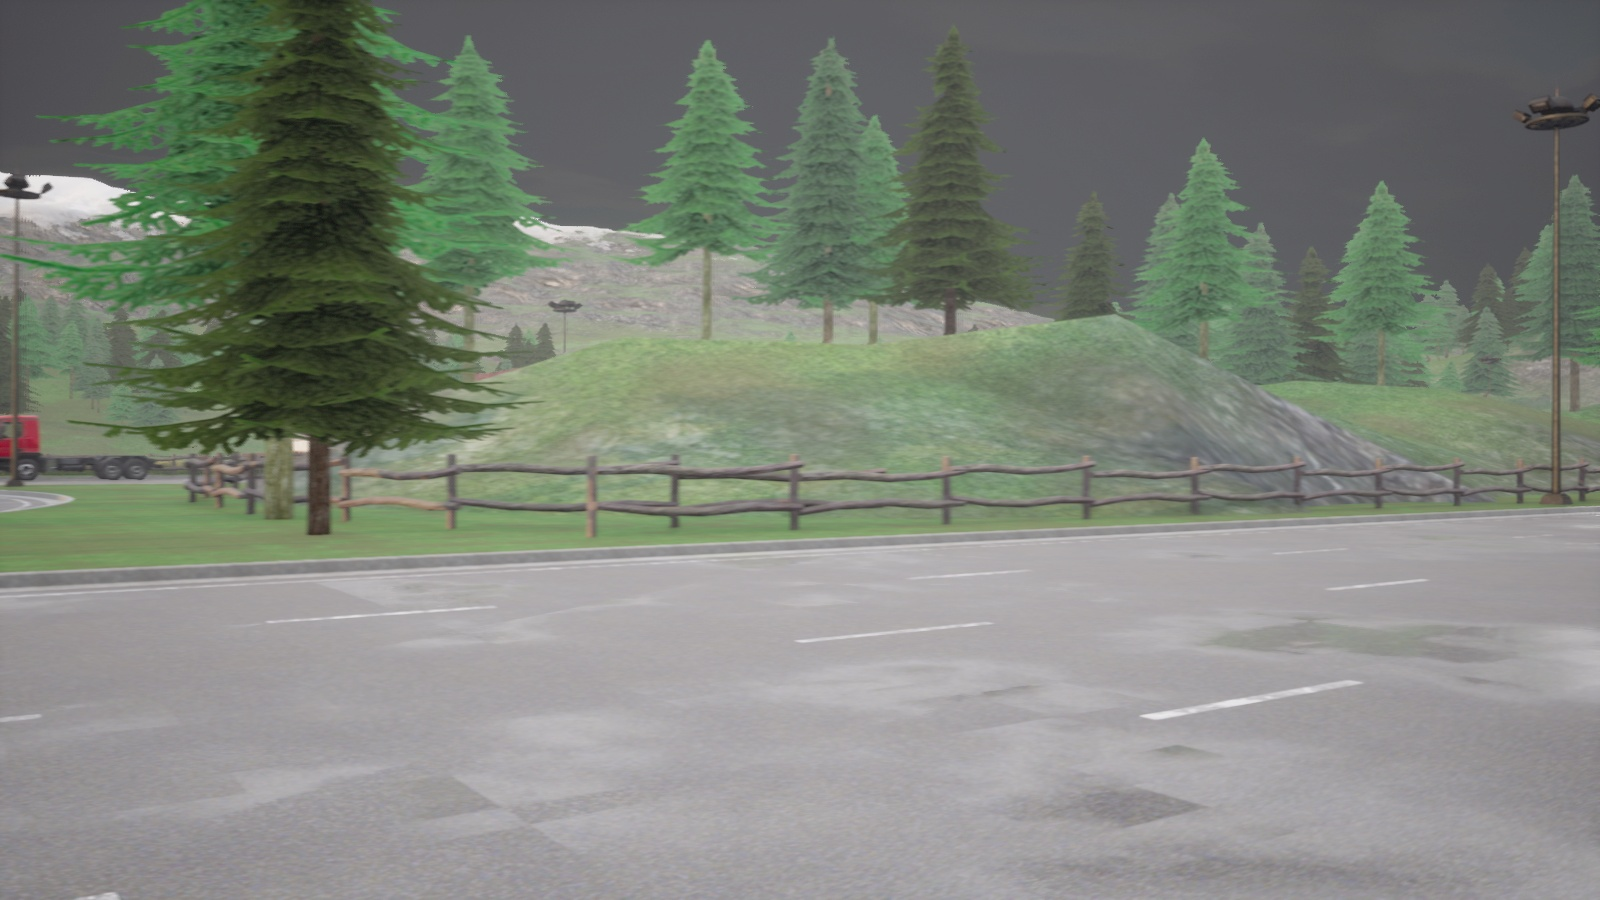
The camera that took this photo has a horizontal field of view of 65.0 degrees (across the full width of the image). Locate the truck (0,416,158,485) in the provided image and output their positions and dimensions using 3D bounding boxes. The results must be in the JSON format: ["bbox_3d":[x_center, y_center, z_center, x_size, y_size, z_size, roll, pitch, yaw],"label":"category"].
[{"bbox_3d":[-38.388,0.025,66.019,7.936,3.462,2.891,0,0,-35],"label":"truck"}]
